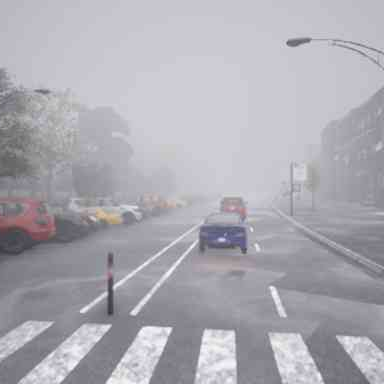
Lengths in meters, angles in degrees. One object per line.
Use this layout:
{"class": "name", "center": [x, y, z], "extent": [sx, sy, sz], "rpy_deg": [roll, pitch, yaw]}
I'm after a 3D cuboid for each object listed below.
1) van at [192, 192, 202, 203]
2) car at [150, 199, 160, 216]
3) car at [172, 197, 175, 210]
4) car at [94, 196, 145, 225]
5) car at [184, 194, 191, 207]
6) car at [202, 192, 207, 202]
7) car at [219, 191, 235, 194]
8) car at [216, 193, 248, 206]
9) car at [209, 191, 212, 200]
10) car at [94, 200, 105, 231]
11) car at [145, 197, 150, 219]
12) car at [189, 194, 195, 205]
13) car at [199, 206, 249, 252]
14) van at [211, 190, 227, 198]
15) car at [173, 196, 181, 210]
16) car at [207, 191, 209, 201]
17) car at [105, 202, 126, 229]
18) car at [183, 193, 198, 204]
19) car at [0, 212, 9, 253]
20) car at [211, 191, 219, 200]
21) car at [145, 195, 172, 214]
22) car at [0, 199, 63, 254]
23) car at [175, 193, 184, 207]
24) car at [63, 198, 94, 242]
{"class": "van", "center": [-1.047, 1.079, 57.101], "extent": [4.442, 1.987, 1.878], "rpy_deg": [-1, 1, -9]}
{"class": "car", "center": [-5.722, 1.699, 30.801], "extent": [4.792, 1.488, 2.163], "rpy_deg": [-1, 0, -11]}
{"class": "car", "center": [-4.723, 1.621, 36.682], "extent": [4.892, 1.521, 2.231], "rpy_deg": [-1, 0, -10]}
{"class": "car", "center": [-6.600, 1.425, 24.945], "extent": [5.566, 2.045, 2.435], "rpy_deg": [-1, -1, -11]}
{"class": "car", "center": [-3.343, 1.488, 45.423], "extent": [5.366, 1.575, 1.946], "rpy_deg": [-1, 1, -10]}
{"class": "car", "center": [-0.348, 1.258, 60.045], "extent": [5.008, 1.535, 2.097], "rpy_deg": [-1, 0, -9]}
{"class": "car", "center": [7.413, 1.126, 70.944], "extent": [1.812, 1.442, 4.674], "rpy_deg": [0, 1, 12]}
{"class": "car", "center": [3.626, 1.413, 29.049], "extent": [2.150, 2.045, 5.566], "rpy_deg": [0, 0, 9]}
{"class": "car", "center": [0.875, 1.171, 65.854], "extent": [5.008, 1.535, 2.097], "rpy_deg": [-1, 1, -8]}
{"class": "car", "center": [-7.539, 1.518, 19.047], "extent": [4.553, 1.767, 2.185], "rpy_deg": [0, -1, -12]}
{"class": "car", "center": [-6.137, 1.552, 27.879], "extent": [4.553, 1.767, 2.185], "rpy_deg": [-1, 0, -11]}
{"class": "car", "center": [-2.612, 1.441, 48.374], "extent": [5.008, 1.535, 2.097], "rpy_deg": [-1, 1, -9]}
{"class": "car", "center": [1.450, 1.619, 14.670], "extent": [1.882, 1.535, 5.008], "rpy_deg": [0, 0, 8]}
{"class": "van", "center": [7.724, 0.563, 94.801], "extent": [4.442, 1.987, 1.878], "rpy_deg": [-1, 0, -6]}
{"class": "car", "center": [-4.203, 1.580, 39.606], "extent": [5.008, 1.535, 2.097], "rpy_deg": [-1, 1, -10]}
{"class": "car", "center": [0.290, 1.088, 62.947], "extent": [4.553, 1.767, 2.185], "rpy_deg": [-1, 1, -8]}
{"class": "car", "center": [-7.254, 1.664, 21.944], "extent": [5.366, 1.575, 1.946], "rpy_deg": [-1, 0, -12]}
{"class": "car", "center": [-2.074, 1.395, 51.303], "extent": [5.008, 1.535, 2.097], "rpy_deg": [-1, 0, -9]}
{"class": "car", "center": [-8.740, 1.560, 10.219], "extent": [4.892, 1.521, 2.231], "rpy_deg": [0, 0, -13]}
{"class": "car", "center": [2.761, 1.048, 74.571], "extent": [4.892, 1.521, 2.231], "rpy_deg": [-1, 0, -8]}
{"class": "car", "center": [-5.241, 1.398, 33.734], "extent": [5.566, 2.045, 2.435], "rpy_deg": [-1, 1, -11]}
{"class": "car", "center": [-8.372, 1.336, 13.159], "extent": [5.566, 2.045, 2.435], "rpy_deg": [0, 0, -12]}
{"class": "car", "center": [-3.721, 1.410, 42.531], "extent": [4.553, 1.767, 2.185], "rpy_deg": [-1, 0, -10]}
{"class": "car", "center": [-7.905, 1.364, 16.124], "extent": [5.566, 2.045, 2.435], "rpy_deg": [0, -1, -12]}
